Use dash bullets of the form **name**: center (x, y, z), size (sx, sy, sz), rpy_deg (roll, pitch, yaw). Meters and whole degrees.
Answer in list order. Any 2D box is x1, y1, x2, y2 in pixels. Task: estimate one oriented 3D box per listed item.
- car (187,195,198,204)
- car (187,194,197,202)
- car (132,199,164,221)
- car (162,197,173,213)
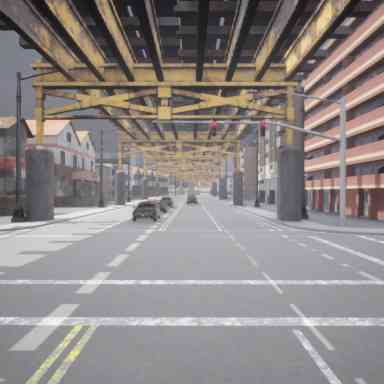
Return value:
- **car**: center (0.029, 1.518, 59.759), size (1.895, 1.301, 4.718), rpy_deg (0, 0, 0)
- **car**: center (0.003, 1.299, 69.721), size (1.882, 1.535, 5.008), rpy_deg (0, 1, 0)
- **car**: center (-3.629, 1.505, 27.060), size (1.837, 1.490, 4.892), rpy_deg (0, 0, 0)
- **car**: center (-3.638, 1.548, 37.039), size (2.033, 1.411, 5.357), rpy_deg (0, 0, 0)
